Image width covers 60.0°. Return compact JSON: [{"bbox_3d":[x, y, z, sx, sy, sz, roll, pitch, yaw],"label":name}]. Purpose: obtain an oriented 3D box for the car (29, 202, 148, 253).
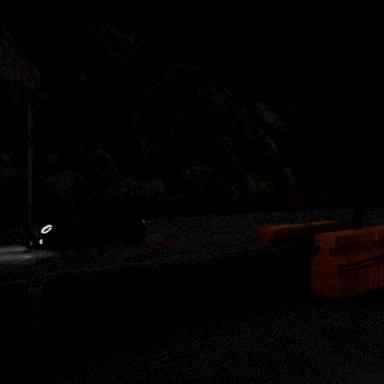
[{"bbox_3d":[-4.233,1.350,13.864,4.553,1.767,2.097,0,0,-35],"label":"car"}]
